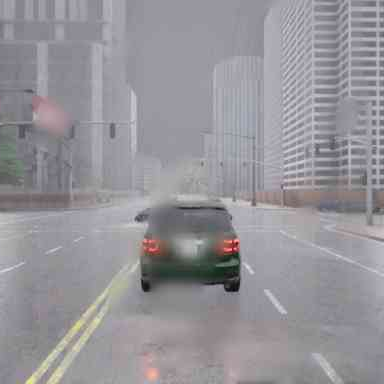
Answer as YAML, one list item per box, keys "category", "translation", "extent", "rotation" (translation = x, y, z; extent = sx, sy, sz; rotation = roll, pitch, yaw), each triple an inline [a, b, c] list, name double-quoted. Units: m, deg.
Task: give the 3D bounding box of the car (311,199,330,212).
- category: "car"
  translation: [16.030, 1.478, 37.386]
  extent: [5.008, 1.535, 1.882]
  rotation: [0, 0, -1]

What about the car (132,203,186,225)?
- category: "car"
  translation: [-2.378, 1.564, 24.833]
  extent: [1.994, 1.385, 4.181]
  rotation: [0, 0, 29]

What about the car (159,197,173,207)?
- category: "car"
  translation: [-4.054, 1.505, 52.414]
  extent: [1.837, 1.490, 4.892]
  rotation: [0, 0, 0]

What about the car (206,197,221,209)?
- category: "car"
  translation: [3.057, 1.504, 47.857]
  extent: [1.837, 1.490, 4.892]
  rotation: [-1, 0, -1]

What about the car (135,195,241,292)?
- category: "car"
  translation: [-0.027, 1.221, 9.056]
  extent: [2.150, 2.045, 5.566]
  rotation: [0, 0, 0]

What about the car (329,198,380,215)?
- category: "car"
  translation: [16.725, 1.564, 33.869]
  extent: [4.181, 1.385, 1.994]
  rotation: [0, 0, -2]

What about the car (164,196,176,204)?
- category: "car"
  translation: [-4.120, 1.525, 62.634]
  extent: [1.812, 1.442, 4.674]
  rotation: [0, 0, 0]

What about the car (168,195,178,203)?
- category: "car"
  translation: [-4.159, 1.478, 73.091]
  extent: [1.882, 1.535, 5.008]
  rotation: [0, 0, -1]
